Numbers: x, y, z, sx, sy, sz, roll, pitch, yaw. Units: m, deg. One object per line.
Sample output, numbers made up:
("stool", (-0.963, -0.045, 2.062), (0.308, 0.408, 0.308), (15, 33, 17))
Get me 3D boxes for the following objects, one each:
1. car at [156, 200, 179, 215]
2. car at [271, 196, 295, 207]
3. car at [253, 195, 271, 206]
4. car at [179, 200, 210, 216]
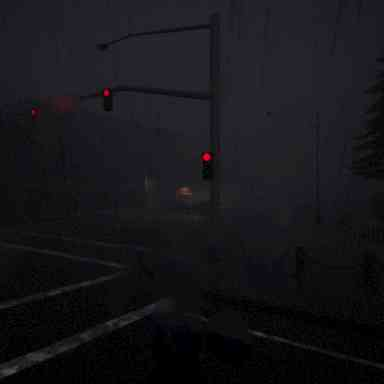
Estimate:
("car", (-1.847, 1.564, 34.648), (1.994, 1.385, 4.181), (0, 0, 36))
("car", (14.278, 1.509, 50.970), (1.837, 1.490, 4.892), (0, 0, 36))
("car", (11.527, 1.350, 53.139), (2.097, 1.767, 4.553), (0, 0, 36))
("car", (1.030, 1.564, 32.653), (1.994, 1.385, 4.181), (0, 0, 36))
